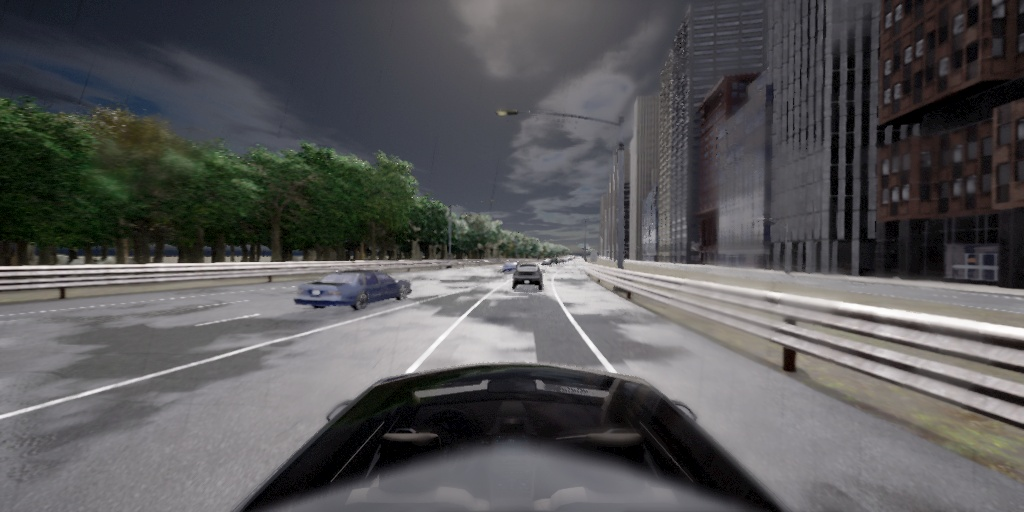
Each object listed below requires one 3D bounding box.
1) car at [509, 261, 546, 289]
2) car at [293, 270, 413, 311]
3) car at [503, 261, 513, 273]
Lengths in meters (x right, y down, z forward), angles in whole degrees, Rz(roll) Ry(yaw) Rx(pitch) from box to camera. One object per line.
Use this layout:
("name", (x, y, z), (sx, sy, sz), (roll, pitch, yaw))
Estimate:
("car", (1.102, 1.287, 23.646), (1.837, 1.490, 4.892), (0, 0, 5))
("car", (-5.911, 1.240, 14.145), (2.033, 1.411, 5.357), (1, 0, 11))
("car", (0.166, 1.370, 44.860), (2.033, 1.411, 5.357), (1, 0, 11))
